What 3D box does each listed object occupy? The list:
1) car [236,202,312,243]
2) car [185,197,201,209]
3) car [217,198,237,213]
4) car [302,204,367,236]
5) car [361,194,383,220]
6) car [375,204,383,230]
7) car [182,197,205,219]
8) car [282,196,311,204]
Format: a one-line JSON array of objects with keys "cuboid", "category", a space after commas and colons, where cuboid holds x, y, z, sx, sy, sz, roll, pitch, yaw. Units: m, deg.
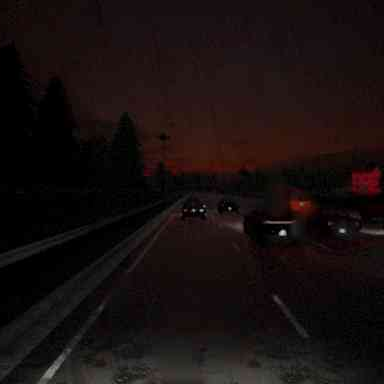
[{"cuboid": [3.610, 1.423, 15.666, 2.128, 1.511, 4.902, 0, 0, 0], "category": "car"}, {"cuboid": [0.127, 1.376, 42.821, 1.994, 1.385, 4.181, 0, 0, 0], "category": "car"}, {"cuboid": [3.621, 1.377, 34.054, 1.812, 1.442, 4.674, 0, 0, 0], "category": "car"}, {"cuboid": [7.110, 1.523, 17.924, 1.895, 1.301, 4.718, 0, 0, 0], "category": "car"}, {"cuboid": [14.115, 1.120, 23.443, 2.150, 2.045, 5.566, 0, 0, 0], "category": "car"}, {"cuboid": [10.611, 1.485, 14.494, 2.033, 1.411, 5.357, 0, 0, 0], "category": "car"}, {"cuboid": [0.118, 1.426, 27.477, 2.033, 1.411, 5.357, 0, 0, 0], "category": "car"}, {"cuboid": [10.623, 1.203, 34.332, 2.097, 1.767, 4.553, 0, 0, 0], "category": "car"}]
